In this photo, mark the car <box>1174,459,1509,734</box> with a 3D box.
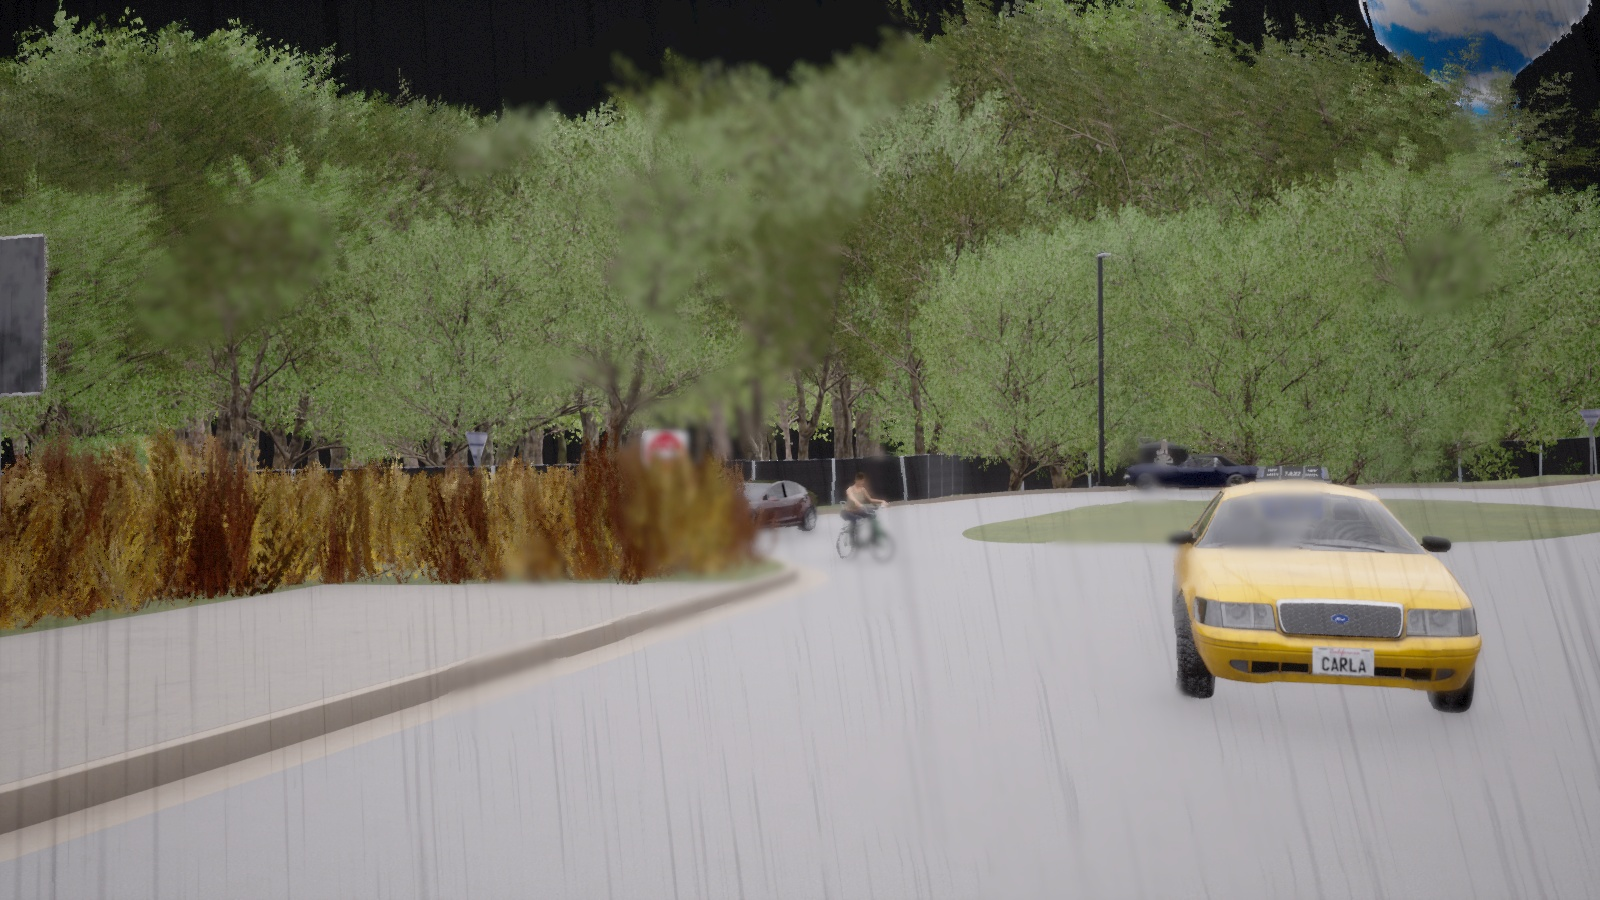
[{"bbox_3d":[3.950,0.865,10.038,1.801,1.575,5.366,0,0,16],"label":"car"}]

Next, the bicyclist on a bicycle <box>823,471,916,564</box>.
[{"bbox_3d":[1.247,1.210,22.756,0.866,1.612,1.509,1,-3,-39],"label":"bicyclist on a bicycle"}]

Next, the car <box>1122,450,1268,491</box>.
[{"bbox_3d":[13.739,0.720,43.922,4.718,1.301,1.895,-2,0,15],"label":"car"}]

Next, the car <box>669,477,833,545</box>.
[{"bbox_3d":[-1.177,1.555,33.044,2.163,1.488,4.792,-2,0,28],"label":"car"}]
